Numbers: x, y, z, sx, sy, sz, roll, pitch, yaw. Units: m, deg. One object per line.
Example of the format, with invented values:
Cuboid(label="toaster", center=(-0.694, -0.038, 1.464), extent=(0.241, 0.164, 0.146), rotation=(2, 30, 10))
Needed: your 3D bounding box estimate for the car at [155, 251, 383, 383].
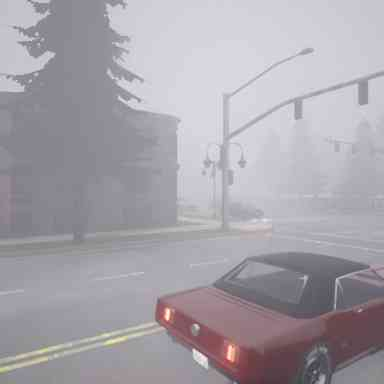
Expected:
Cuboid(label="car", center=(1.941, 1.600, 5.014), extent=(4.718, 1.301, 1.895), rotation=(0, 0, -34))

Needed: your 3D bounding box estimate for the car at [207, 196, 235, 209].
Cuboid(label="car", center=(3.897, 1.347, 42.737), extent=(2.097, 1.767, 4.553), rotation=(0, 0, -33))

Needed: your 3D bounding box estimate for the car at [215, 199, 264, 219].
Cuboid(label="car", center=(4.275, 1.561, 29.074), extent=(1.994, 1.385, 4.181), rotation=(0, 0, -33))

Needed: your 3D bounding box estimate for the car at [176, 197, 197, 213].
Cuboid(label="car", center=(-1.338, 1.348, 37.633), extent=(2.097, 1.767, 4.553), rotation=(0, 0, -33))
